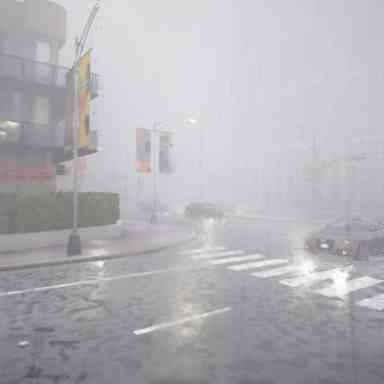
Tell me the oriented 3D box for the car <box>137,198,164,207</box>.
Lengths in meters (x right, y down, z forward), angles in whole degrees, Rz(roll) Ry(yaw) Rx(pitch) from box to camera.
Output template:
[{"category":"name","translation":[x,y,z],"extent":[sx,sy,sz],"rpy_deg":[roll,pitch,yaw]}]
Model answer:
[{"category":"car","translation":[-7.321,1.820,58.347],"extent":[4.902,1.511,2.128],"rpy_deg":[0,-1,42]}]

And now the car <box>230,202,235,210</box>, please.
[{"category":"car","translation":[4.319,1.900,48.697],"extent":[1.812,1.442,4.674],"rpy_deg":[1,0,-35]}]

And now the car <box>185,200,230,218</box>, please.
[{"category":"car","translation":[1.157,1.741,32.927],"extent":[1.837,1.490,4.892],"rpy_deg":[1,0,-35]}]

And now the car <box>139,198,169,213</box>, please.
[{"category":"car","translation":[-4.619,1.801,41.195],"extent":[1.994,1.385,4.181],"rpy_deg":[1,0,-35]}]

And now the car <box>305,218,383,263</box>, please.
[{"category":"car","translation":[6.230,1.710,12.735],"extent":[4.181,1.385,1.994],"rpy_deg":[1,0,-35]}]
